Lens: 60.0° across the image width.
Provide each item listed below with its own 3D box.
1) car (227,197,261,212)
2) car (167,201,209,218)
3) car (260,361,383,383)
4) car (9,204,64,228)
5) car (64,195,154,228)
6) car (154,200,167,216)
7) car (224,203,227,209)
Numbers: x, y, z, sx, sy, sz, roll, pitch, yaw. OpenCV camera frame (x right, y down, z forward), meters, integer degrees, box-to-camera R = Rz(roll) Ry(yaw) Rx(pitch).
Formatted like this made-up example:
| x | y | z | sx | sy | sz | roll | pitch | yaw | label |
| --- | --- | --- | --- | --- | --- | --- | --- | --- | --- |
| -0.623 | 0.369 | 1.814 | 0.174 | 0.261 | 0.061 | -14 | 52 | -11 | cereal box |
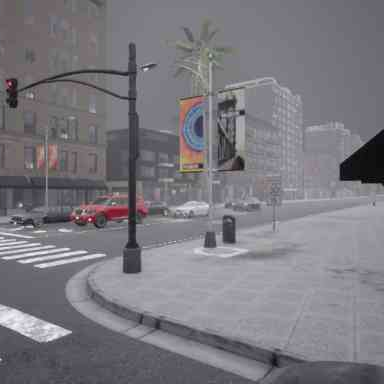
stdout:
| x | y | z | sx | sy | sz | roll | pitch | yaw | label |
| --- | --- | --- | --- | --- | --- | --- | --- | --- | --- |
| 6.592 | 1.413 | 39.959 | 2.097 | 1.767 | 4.553 | 0 | 0 | 35 | car |
| 0.128 | 1.564 | 30.811 | 1.812 | 1.442 | 4.674 | 0 | 0 | 35 | car |
| 2.169 | 1.551 | 1.301 | 4.403 | 1.369 | 2.008 | 0 | 0 | 35 | car |
| -9.466 | 1.561 | 22.847 | 2.033 | 1.411 | 5.357 | 0 | 0 | 35 | car |
| -5.497 | 1.243 | 22.827 | 2.150 | 2.045 | 5.566 | 0 | 0 | 35 | car |
| -3.987 | 1.534 | 30.623 | 1.837 | 1.490 | 4.892 | 0 | 0 | 35 | car |
| 6.390 | 1.615 | 45.290 | 2.033 | 1.411 | 5.357 | 0 | 0 | 36 | car |
